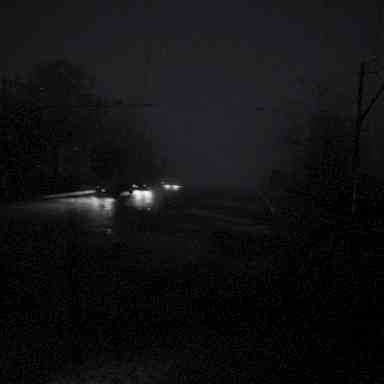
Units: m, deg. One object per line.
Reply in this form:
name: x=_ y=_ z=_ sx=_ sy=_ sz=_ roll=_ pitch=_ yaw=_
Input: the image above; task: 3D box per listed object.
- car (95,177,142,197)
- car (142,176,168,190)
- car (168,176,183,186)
car: x=-6.226 y=-0.511 z=27.498 sx=2.128 sy=1.511 sz=4.902 roll=3 pitch=4 yaw=11
car: x=-4.610 y=-1.060 z=37.519 sx=2.128 sy=1.511 sz=4.902 roll=3 pitch=4 yaw=9
car: x=-2.562 y=-1.704 z=51.073 sx=1.994 sy=1.385 sz=4.181 roll=3 pitch=3 yaw=8
